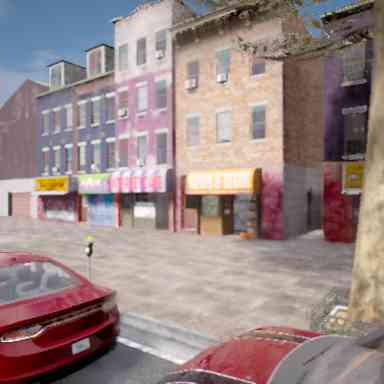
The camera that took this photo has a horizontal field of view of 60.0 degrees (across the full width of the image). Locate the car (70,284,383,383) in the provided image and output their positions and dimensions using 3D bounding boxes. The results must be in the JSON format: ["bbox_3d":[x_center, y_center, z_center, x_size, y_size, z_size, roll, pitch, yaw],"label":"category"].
[{"bbox_3d":[1.467,1.438,1.764,4.097,1.590,1.967,-1,0,36],"label":"car"}]

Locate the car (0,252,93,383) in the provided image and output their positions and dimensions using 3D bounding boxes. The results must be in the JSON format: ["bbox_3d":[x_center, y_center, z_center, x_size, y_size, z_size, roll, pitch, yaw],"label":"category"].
[{"bbox_3d":[-3.046,1.585,4.986,4.507,1.381,1.887,-1,0,36],"label":"car"}]
